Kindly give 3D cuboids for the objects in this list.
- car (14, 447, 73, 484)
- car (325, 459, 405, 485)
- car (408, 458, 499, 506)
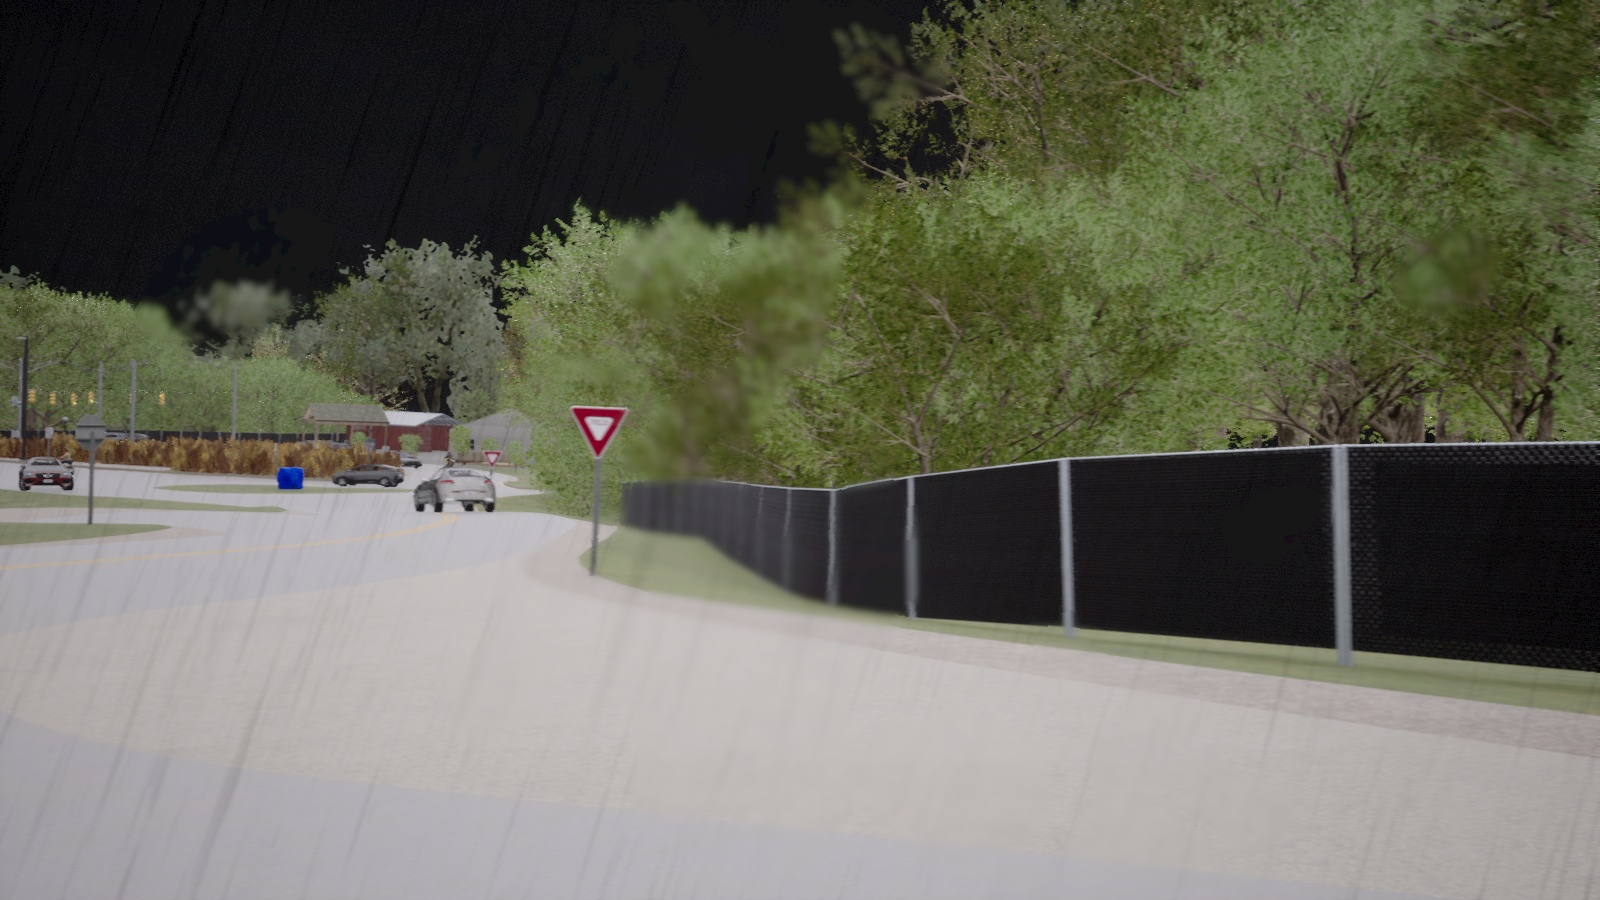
[{"bbox_3d":[-38.370,0.756,63.638,2.152,1.651,5.027,1,1,-35],"label":"car"},{"bbox_3d":[-28.739,1.432,83.072,4.514,1.525,2.007,2,0,1],"label":"car"},{"bbox_3d":[-12.793,1.224,46.126,2.152,1.651,5.027,2,-3,-28],"label":"car"}]
